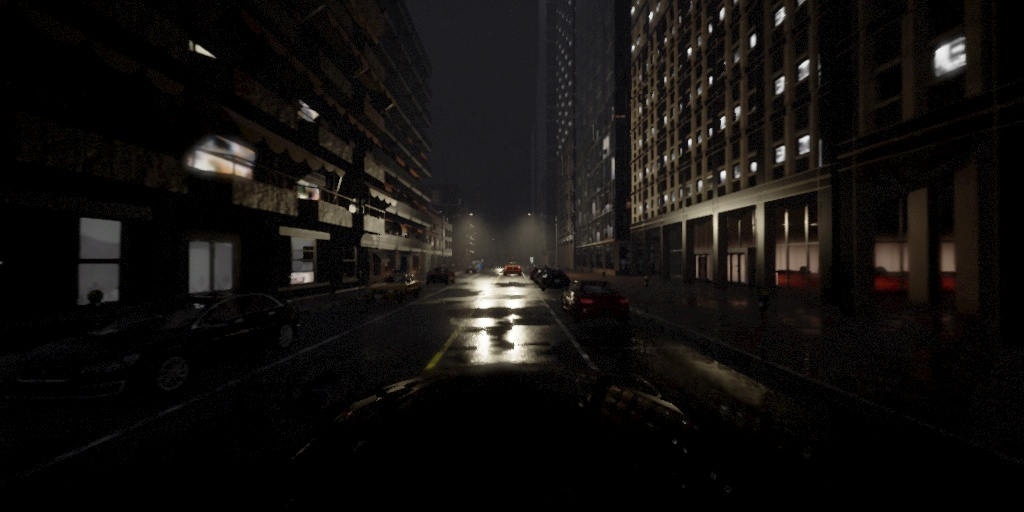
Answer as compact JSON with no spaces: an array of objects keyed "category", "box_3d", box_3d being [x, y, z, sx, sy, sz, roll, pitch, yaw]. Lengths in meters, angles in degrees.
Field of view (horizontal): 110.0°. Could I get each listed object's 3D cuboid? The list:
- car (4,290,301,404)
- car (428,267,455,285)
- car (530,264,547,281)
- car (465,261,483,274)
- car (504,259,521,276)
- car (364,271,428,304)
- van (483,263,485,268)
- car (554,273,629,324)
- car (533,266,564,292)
[{"category":"car","box_3d":[-5.692,1.348,6.502,2.007,1.370,4.403,0,0,0]},{"category":"car","box_3d":[-5.695,1.572,29.096,1.888,1.381,4.507,0,0,0]},{"category":"car","box_3d":[2.685,1.609,29.097,1.802,1.307,4.207,0,0,0]},{"category":"car","box_3d":[-5.699,1.829,51.688,1.948,1.339,4.313,0,0,0]},{"category":"car","box_3d":[0.092,1.547,45.333,2.097,1.767,4.553,0,-1,0]},{"category":"car","box_3d":[-5.694,1.437,17.629,1.751,1.417,4.829,0,0,0]},{"category":"van","box_3d":[-5.700,1.663,57.337,1.690,1.789,3.998,0,0,0]},{"category":"car","box_3d":[2.687,1.435,12.152,1.802,1.307,4.207,0,0,0]},{"category":"car","box_3d":[2.686,1.534,23.448,1.948,1.339,4.313,0,0,0]}]
